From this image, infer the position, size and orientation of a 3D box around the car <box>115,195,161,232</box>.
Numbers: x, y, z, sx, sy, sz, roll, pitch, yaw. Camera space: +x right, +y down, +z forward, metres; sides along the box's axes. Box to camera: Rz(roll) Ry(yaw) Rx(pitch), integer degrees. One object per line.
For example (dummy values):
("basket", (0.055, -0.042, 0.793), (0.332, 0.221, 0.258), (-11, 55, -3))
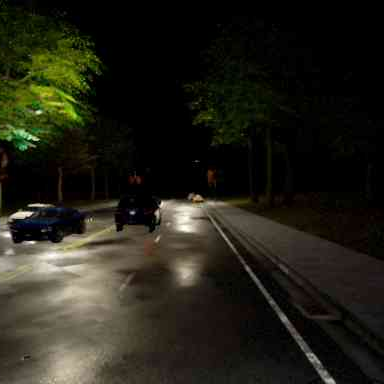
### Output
("car", (-3.149, 1.196, 20.266), (2.150, 2.045, 5.566), (0, 0, 0))

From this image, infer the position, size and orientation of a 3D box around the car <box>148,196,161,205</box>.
("car", (-6.544, 1.454, 58.589), (1.812, 1.442, 4.674), (0, 0, 0))

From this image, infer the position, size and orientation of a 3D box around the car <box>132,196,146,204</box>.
("car", (-9.784, 1.489, 61.527), (1.994, 1.385, 4.181), (0, 0, 1))

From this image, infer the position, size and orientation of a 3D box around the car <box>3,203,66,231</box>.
("car", (-9.837, 1.498, 21.266), (1.812, 1.442, 4.674), (0, 0, 0))

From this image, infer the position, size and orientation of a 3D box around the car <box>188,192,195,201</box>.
("car", (0.002, 1.367, 81.079), (1.812, 1.442, 4.674), (0, 0, 0))

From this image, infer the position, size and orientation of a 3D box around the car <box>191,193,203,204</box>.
("car", (1.139, 1.383, 61.669), (1.801, 1.575, 5.366), (0, 0, 0))

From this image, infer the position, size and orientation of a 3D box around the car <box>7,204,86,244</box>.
("car", (-6.600, 1.457, 15.830), (1.882, 1.535, 5.008), (0, 0, 0))
